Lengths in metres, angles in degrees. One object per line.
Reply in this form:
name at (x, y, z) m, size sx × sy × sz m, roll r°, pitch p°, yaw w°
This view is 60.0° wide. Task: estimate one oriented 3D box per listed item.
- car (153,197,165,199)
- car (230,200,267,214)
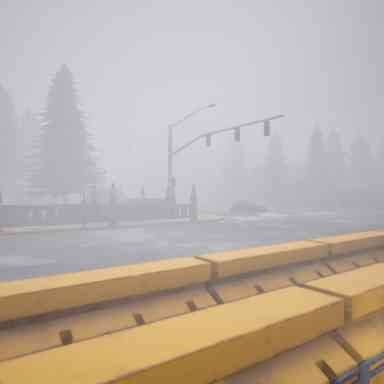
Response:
car at (-4.867, 1.533, 50.685) m, size 1.812 × 1.442 × 4.674 m, roll 0°, pitch 0°, yaw -36°
car at (5.994, 1.564, 35.542) m, size 1.994 × 1.385 × 4.181 m, roll 0°, pitch 0°, yaw -36°
